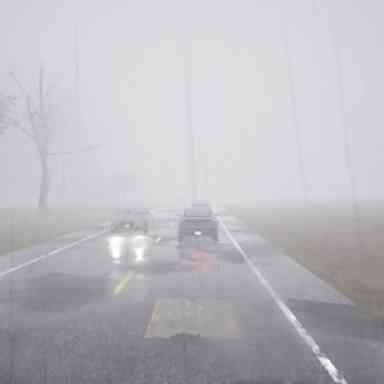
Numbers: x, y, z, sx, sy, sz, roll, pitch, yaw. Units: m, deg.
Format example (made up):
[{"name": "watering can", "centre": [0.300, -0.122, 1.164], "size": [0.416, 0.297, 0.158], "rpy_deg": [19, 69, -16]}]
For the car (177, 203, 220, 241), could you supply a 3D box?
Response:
[{"name": "car", "centre": [0.305, 1.500, 16.637], "size": [1.837, 1.490, 4.892], "rpy_deg": [0, 0, 1]}]

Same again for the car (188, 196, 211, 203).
[{"name": "car", "centre": [0.908, 1.463, 34.887], "size": [1.882, 1.535, 5.008], "rpy_deg": [0, 0, 3]}]

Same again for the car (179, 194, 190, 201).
[{"name": "car", "centre": [-1.244, 1.120, 60.327], "size": [1.837, 1.490, 4.892], "rpy_deg": [0, 0, 4]}]

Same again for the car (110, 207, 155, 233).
[{"name": "car", "centre": [-3.330, 1.557, 19.265], "size": [1.994, 1.385, 4.181], "rpy_deg": [0, 0, 1]}]
